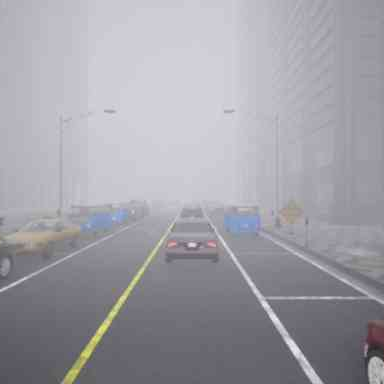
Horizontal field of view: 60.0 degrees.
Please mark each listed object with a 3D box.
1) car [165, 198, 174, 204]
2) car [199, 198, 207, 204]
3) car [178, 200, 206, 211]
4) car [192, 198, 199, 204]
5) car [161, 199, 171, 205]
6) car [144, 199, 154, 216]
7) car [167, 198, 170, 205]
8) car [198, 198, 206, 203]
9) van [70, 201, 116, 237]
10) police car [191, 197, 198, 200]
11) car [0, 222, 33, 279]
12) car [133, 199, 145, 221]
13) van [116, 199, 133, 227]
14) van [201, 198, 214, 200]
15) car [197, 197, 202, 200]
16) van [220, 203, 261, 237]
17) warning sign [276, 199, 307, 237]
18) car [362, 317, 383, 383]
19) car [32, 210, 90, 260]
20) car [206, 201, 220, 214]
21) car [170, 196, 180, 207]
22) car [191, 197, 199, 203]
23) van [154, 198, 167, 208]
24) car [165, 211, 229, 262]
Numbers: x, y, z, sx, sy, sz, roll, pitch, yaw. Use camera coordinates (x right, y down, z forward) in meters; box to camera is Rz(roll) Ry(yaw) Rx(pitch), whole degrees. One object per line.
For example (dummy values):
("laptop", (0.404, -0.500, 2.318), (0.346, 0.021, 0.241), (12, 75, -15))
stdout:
("car", (-5.768, 2.258, 86.570), (1.967, 1.590, 4.097), (0, -1, 0))
("car", (2.758, 2.368, 86.572), (2.008, 1.369, 4.403), (0, -1, 0))
("car", (0.025, 1.757, 29.237), (1.882, 1.535, 5.008), (0, 0, 1))
("car", (0.834, 2.327, 87.027), (1.837, 1.490, 4.892), (0, -1, 0))
("car", (-5.767, 2.280, 75.288), (1.947, 1.339, 4.313), (0, -1, 0))
("car", (-5.767, 1.657, 35.807), (2.192, 1.841, 5.009), (0, -1, 0))
("car", (-5.767, 2.153, 64.007), (1.887, 1.381, 4.507), (0, -1, 0))
("car", (2.758, 2.434, 92.212), (1.947, 1.339, 4.313), (0, -1, 0))
("van", (-5.767, 1.523, 18.884), (1.690, 1.788, 3.998), (0, -1, 0))
("police car", (0.885, 2.158, 77.138), (1.930, 1.638, 5.238), (0, 0, 0))
("car", (-5.765, 1.625, 7.601), (2.008, 1.369, 4.403), (0, -1, 0))
("car", (-5.767, 1.729, 30.164), (1.967, 1.590, 4.097), (0, -1, 0))
("van", (-5.767, 1.576, 24.524), (1.690, 1.788, 3.998), (0, -1, 0))
("van", (2.758, 1.843, 52.732), (1.690, 1.788, 3.998), (0, -1, 0))
("car", (2.758, 2.258, 75.291), (1.887, 1.381, 4.507), (0, -1, 0))
("van", (2.759, 1.522, 18.889), (1.690, 1.788, 3.998), (0, -1, 0))
("warning sign", (5.071, 1.279, 17.029), (1.300, 1.860, 1.060), (0, 0, 0))
("car", (2.760, 1.565, 1.966), (1.887, 1.381, 4.507), (0, -1, 0))
("car", (-5.766, 1.651, 13.072), (1.752, 1.417, 4.829), (0, -1, 0))
("car", (2.759, 1.924, 35.808), (1.802, 1.307, 4.206), (0, -1, 0))
("car", (-3.026, 2.116, 64.574), (1.837, 1.490, 4.892), (0, 0, 1))
("car", (0.746, 2.227, 92.998), (2.097, 1.767, 4.553), (0, -1, 0))
("van", (-5.768, 1.896, 58.369), (1.690, 1.788, 3.998), (0, -1, 0))
("car", (0.009, 1.668, 12.540), (2.033, 1.411, 5.357), (0, -1, 0))
